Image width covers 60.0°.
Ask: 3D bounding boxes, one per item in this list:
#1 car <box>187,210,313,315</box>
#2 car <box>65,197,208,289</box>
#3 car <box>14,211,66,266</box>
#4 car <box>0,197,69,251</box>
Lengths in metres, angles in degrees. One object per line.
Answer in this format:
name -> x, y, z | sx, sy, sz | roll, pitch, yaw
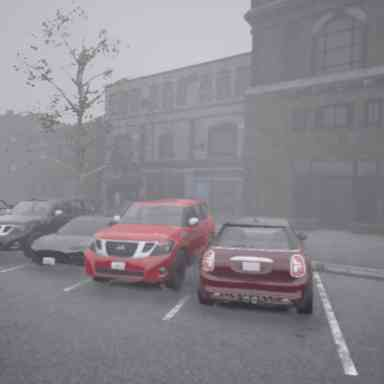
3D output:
car -> 1.617, 1.365, 7.916 | 2.185, 1.767, 4.553 | 0, -1, 16
car -> -0.811, 1.239, 9.671 | 2.435, 2.045, 5.566 | 1, -1, 16
car -> -3.262, 1.519, 11.419 | 2.163, 1.488, 4.792 | 1, -1, 16
car -> -5.702, 1.238, 13.171 | 2.435, 2.045, 5.566 | 1, -1, 16
